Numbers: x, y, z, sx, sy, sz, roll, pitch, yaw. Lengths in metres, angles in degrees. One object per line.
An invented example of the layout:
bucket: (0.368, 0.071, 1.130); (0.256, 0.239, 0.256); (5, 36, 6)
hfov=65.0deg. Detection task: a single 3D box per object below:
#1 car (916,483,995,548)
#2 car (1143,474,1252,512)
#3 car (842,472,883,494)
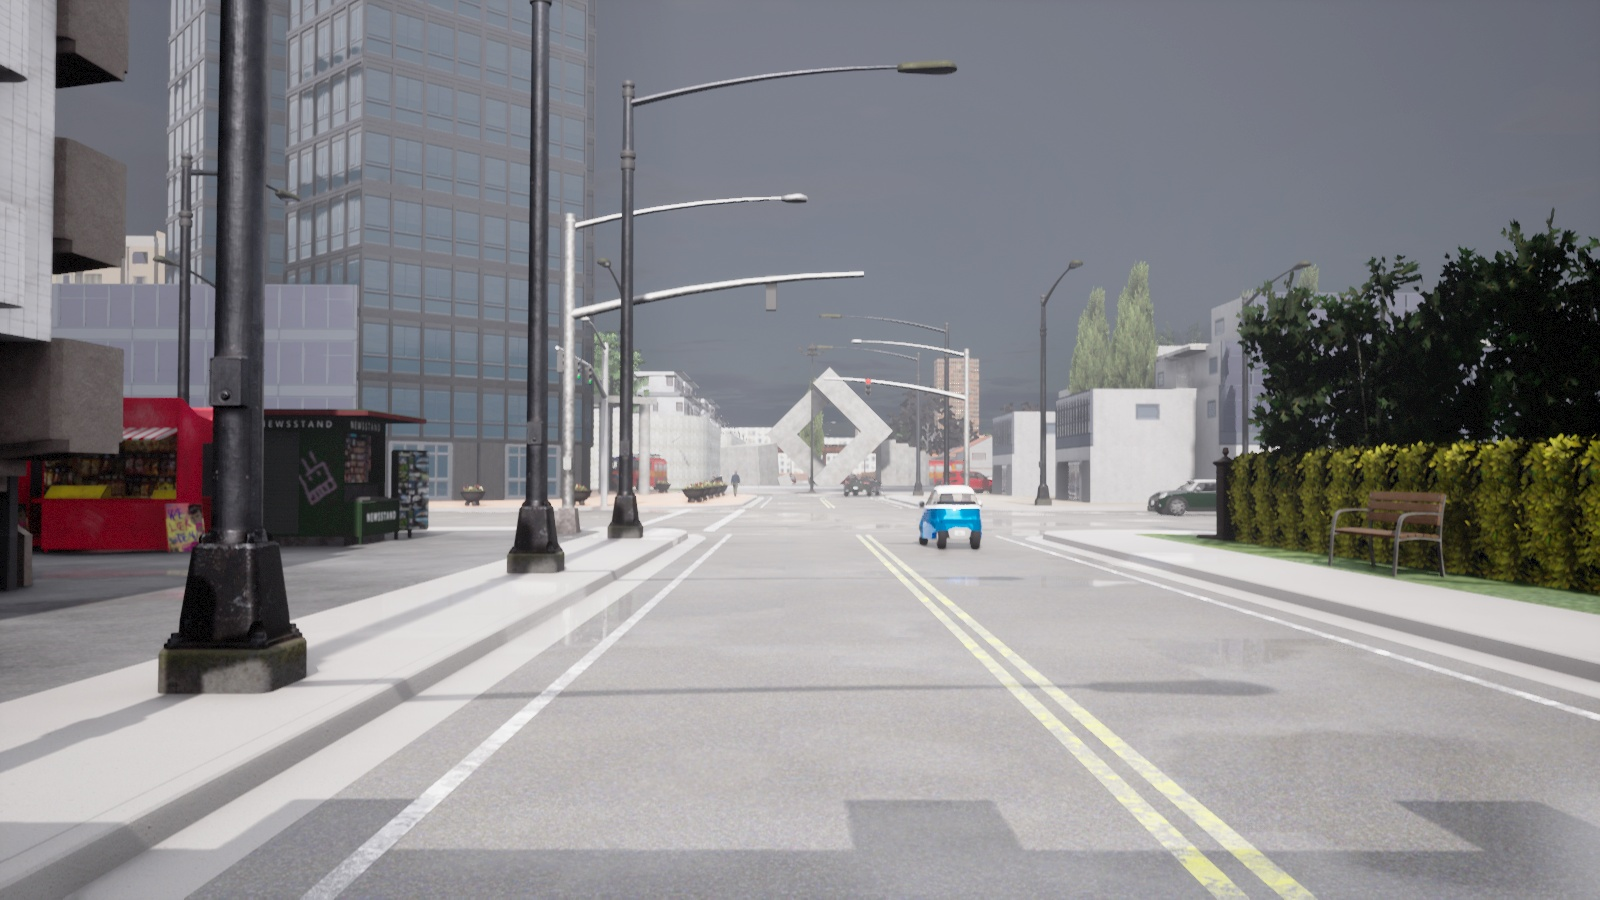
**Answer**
car: (3.429, 1.428, 27.978); (1.481, 1.376, 2.207); (0, -1, 0)
car: (16.150, 1.748, 51.173); (3.806, 1.475, 1.970); (0, -1, -1)
car: (4.949, 2.567, 98.358); (2.152, 1.651, 5.027); (-1, -1, 15)
